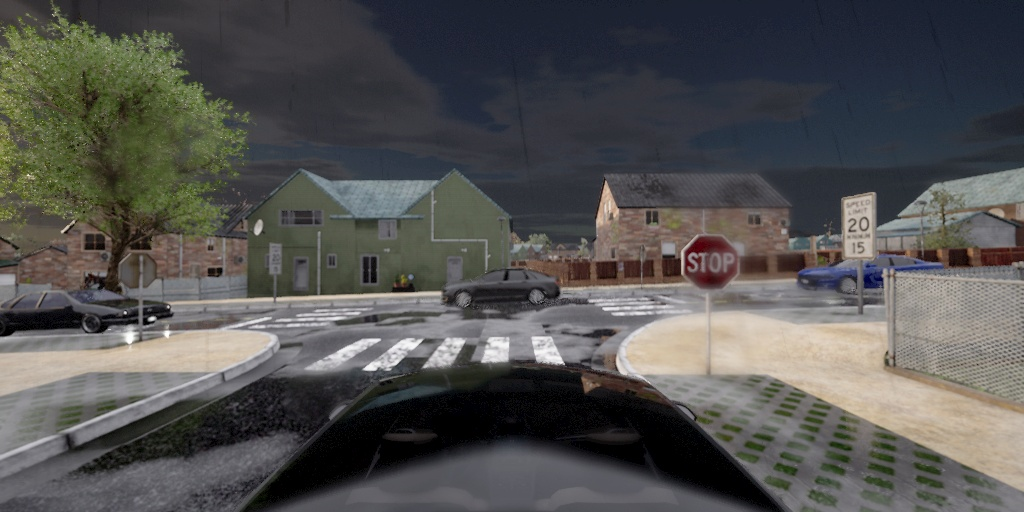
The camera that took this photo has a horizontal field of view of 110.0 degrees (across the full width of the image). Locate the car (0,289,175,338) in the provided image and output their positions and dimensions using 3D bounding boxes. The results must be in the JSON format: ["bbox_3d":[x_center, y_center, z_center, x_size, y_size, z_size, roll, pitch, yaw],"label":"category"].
[{"bbox_3d":[-14.743,1.822,12.052,5.357,1.411,2.033,-2,-1,0],"label":"car"}]

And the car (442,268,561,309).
[{"bbox_3d":[-0.428,1.289,14.903,4.892,1.490,1.837,-2,0,0],"label":"car"}]

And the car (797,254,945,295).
[{"bbox_3d":[14.638,0.699,14.811,5.008,1.535,1.882,-2,-1,0],"label":"car"}]

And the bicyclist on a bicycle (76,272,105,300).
[{"bbox_3d":[-20.845,1.634,17.926,0.582,1.620,1.656,0,2,0],"label":"bicyclist on a bicycle"}]
